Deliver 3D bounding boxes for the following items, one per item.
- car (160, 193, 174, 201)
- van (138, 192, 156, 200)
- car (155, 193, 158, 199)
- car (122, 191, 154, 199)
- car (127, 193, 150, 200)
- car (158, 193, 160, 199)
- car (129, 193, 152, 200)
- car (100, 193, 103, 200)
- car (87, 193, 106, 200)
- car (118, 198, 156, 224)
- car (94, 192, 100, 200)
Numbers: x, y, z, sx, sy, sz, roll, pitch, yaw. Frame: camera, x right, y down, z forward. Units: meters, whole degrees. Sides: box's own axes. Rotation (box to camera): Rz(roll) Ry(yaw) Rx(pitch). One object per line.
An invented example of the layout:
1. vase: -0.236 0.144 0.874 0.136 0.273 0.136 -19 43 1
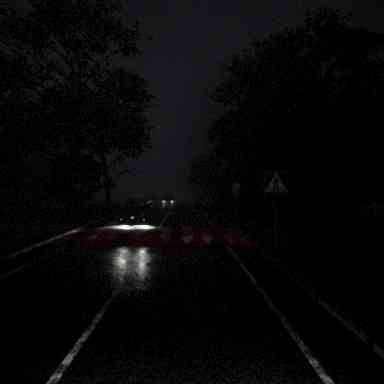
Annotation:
1. car: -4.499 0.930 63.782 1.837 1.490 4.892 0 0 -1
2. van: -12.207 1.096 90.234 4.442 1.987 1.878 0 -1 -1
3. car: -11.896 0.889 81.913 5.566 2.045 2.435 0 -1 -1
4. car: -11.516 0.945 70.826 5.366 1.575 1.946 0 -1 -1
5. car: -11.763 0.986 73.590 4.892 1.521 2.231 0 -1 -1
6. car: -12.152 1.382 93.007 5.008 1.535 2.097 0 -1 -1
7. car: -11.819 1.029 76.361 5.008 1.535 2.097 0 -1 -1
8. car: -24.765 1.093 79.092 5.366 1.575 1.946 0 -1 -1
9. car: -25.085 1.150 87.396 4.553 1.767 2.185 0 -1 -1
10. car: -3.720 1.364 22.582 1.994 1.385 4.181 0 1 -1
11. car: -24.922 0.791 76.325 5.566 2.045 2.435 0 -1 -1
